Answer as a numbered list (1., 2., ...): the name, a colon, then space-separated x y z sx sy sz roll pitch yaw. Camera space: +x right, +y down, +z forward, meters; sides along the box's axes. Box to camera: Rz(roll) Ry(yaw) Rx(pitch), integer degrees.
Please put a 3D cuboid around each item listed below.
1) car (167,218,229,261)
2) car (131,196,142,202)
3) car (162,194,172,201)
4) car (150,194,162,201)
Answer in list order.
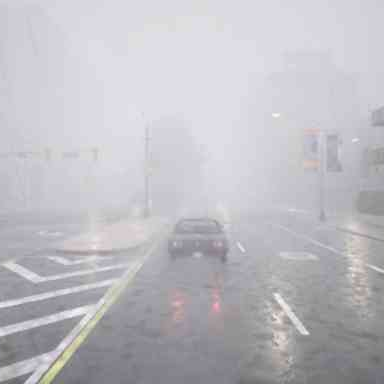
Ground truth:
1. car: 0.243 1.597 12.207 1.895 1.301 4.718 0 0 2
2. car: -13.037 1.572 78.330 1.895 1.301 4.718 0 0 1
3. car: -6.118 1.568 85.676 1.895 1.301 4.718 0 0 1
4. car: -9.617 1.569 85.753 1.895 1.301 4.718 0 0 1
